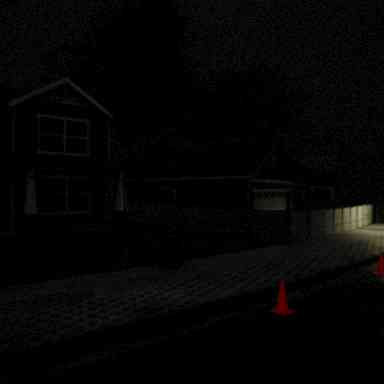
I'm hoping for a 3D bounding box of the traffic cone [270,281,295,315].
[{"bbox_3d":[1.758,2.020,6.455,0.340,0.580,0.340,1,-1,-39],"label":"traffic cone"}]

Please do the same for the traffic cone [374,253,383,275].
[{"bbox_3d":[5.482,2.065,9.614,0.340,0.580,0.340,1,-1,-42],"label":"traffic cone"}]
